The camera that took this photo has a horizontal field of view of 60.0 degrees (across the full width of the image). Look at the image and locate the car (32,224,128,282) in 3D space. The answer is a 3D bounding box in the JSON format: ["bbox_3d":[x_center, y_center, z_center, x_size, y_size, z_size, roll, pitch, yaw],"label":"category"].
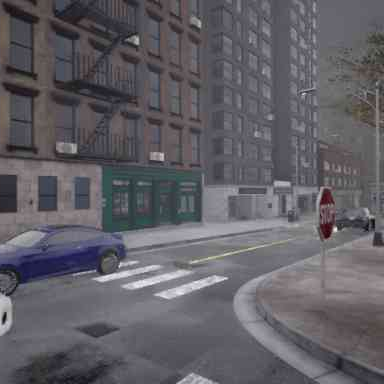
[{"bbox_3d":[-3.847,1.636,9.021,1.812,1.442,4.674,0,-1,38],"label":"car"}]

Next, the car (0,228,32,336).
[{"bbox_3d":[-4.816,1.215,3.050,2.150,2.045,5.566,0,-1,38],"label":"car"}]

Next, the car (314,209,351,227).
[{"bbox_3d":[12.593,2.270,29.744,1.994,1.385,4.181,0,-2,38],"label":"car"}]

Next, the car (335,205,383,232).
[{"bbox_3d":[12.496,1.950,24.886,2.097,1.767,4.553,0,-2,38],"label":"car"}]
